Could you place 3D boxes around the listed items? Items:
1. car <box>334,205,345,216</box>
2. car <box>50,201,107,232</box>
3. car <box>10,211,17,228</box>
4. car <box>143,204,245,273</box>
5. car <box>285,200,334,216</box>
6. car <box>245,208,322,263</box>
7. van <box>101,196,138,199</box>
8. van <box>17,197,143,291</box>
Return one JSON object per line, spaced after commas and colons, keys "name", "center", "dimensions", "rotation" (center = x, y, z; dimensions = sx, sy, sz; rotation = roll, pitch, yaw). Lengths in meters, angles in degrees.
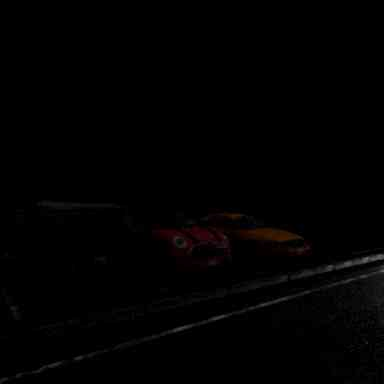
{"name": "car", "center": [14.420, 1.668, 36.808], "dimensions": [2.185, 1.767, 4.553], "rotation": [1, -1, -35]}
{"name": "car", "center": [-7.397, 1.453, 21.312], "dimensions": [1.946, 1.575, 5.366], "rotation": [0, 0, -36]}
{"name": "car", "center": [-9.557, 1.452, 19.757], "dimensions": [1.946, 1.575, 5.366], "rotation": [0, 0, -36]}
{"name": "car", "center": [-0.765, 1.327, 10.779], "dimensions": [2.185, 1.767, 4.553], "rotation": [0, 0, -36]}
{"name": "car", "center": [11.871, 1.772, 34.917], "dimensions": [2.002, 1.452, 4.674], "rotation": [1, -1, -36]}
{"name": "car", "center": [1.729, 1.457, 12.309], "dimensions": [1.946, 1.575, 5.366], "rotation": [0, 0, -36]}
{"name": "van", "center": [-4.952, 1.237, 22.699], "dimensions": [1.878, 1.987, 4.442], "rotation": [0, 0, -36]}
{"name": "van", "center": [-3.280, 1.231, 9.074], "dimensions": [1.878, 1.987, 4.442], "rotation": [0, 0, -36]}
